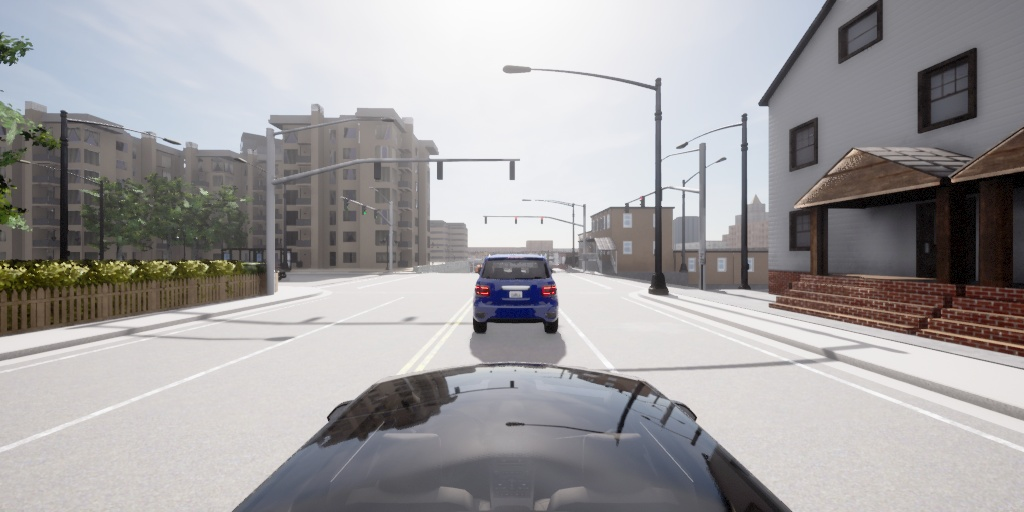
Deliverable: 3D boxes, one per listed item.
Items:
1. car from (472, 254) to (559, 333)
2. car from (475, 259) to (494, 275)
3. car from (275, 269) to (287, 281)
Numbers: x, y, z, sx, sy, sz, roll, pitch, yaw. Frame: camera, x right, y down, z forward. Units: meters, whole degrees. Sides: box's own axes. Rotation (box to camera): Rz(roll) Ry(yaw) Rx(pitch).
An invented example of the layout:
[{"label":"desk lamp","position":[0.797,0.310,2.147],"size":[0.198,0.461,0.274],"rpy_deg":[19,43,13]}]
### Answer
[{"label":"car","position":[0.101,0.971,10.877],"size":[2.150,2.045,5.566],"rpy_deg":[0,0,0]},{"label":"car","position":[-3.561,1.506,46.897],"size":[2.097,1.767,4.553],"rpy_deg":[1,-5,0]},{"label":"car","position":[-20.346,1.255,28.079],"size":[4.892,1.490,1.837],"rpy_deg":[0,0,1]}]
